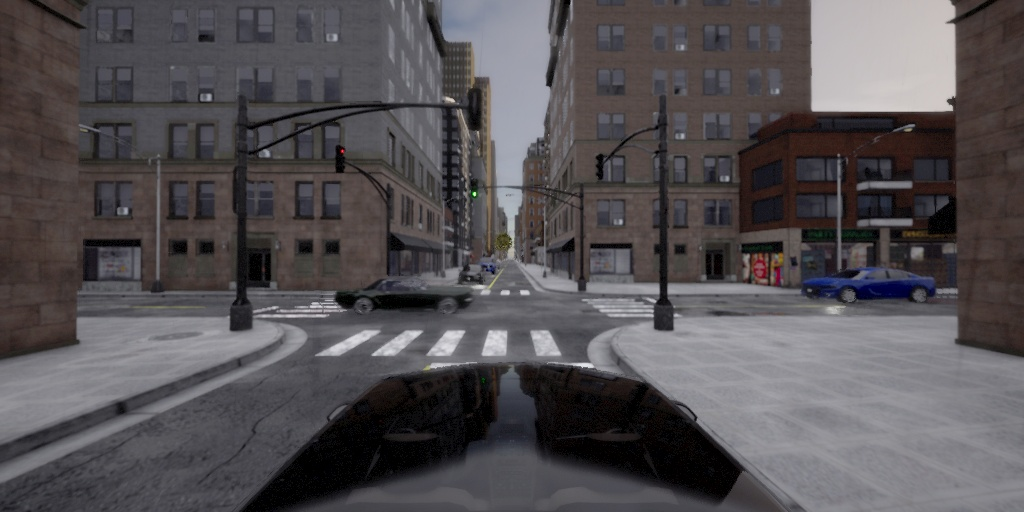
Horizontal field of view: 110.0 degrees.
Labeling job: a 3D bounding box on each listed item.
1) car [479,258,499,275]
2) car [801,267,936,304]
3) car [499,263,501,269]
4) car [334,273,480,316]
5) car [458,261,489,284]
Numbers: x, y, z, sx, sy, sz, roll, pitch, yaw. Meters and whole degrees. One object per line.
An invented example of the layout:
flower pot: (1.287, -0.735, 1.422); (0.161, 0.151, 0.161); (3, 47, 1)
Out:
car: (-3.130, 1.213, 43.521); (2.150, 2.045, 5.566); (0, 0, 0)
car: (15.977, 1.287, 16.235); (5.008, 1.535, 1.882); (0, 0, 0)
car: (-3.054, 1.605, 62.782); (2.128, 1.511, 4.902); (0, 0, 0)
car: (-3.708, 1.415, 13.096); (4.718, 1.301, 1.895); (0, 0, 0)
car: (-3.115, 1.405, 28.590); (1.837, 1.490, 4.892); (0, 1, 1)
